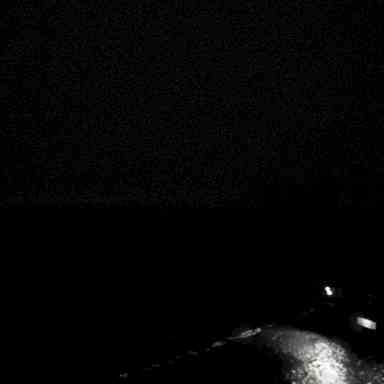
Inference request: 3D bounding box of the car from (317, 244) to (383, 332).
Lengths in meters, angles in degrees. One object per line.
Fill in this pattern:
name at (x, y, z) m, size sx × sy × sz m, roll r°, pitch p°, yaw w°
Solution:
car at (4.733, 1.549, 6.478) m, size 5.357 × 1.411 × 2.033 m, roll 0°, pitch 0°, yaw -36°
